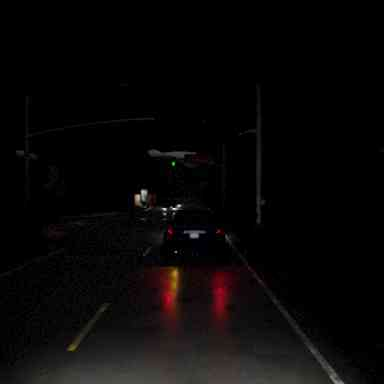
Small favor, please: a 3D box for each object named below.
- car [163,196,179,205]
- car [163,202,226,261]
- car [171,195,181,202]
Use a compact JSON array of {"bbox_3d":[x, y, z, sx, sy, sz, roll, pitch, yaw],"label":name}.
[{"bbox_3d":[-3.568,1.800,53.876,1.837,1.490,4.892,0,-1,0],"label":"car"},{"bbox_3d":[0.085,1.422,12.741,2.097,1.767,4.553,0,0,0],"label":"car"},{"bbox_3d":[-3.502,1.604,69.369,2.150,2.045,5.566,0,0,0],"label":"car"}]
